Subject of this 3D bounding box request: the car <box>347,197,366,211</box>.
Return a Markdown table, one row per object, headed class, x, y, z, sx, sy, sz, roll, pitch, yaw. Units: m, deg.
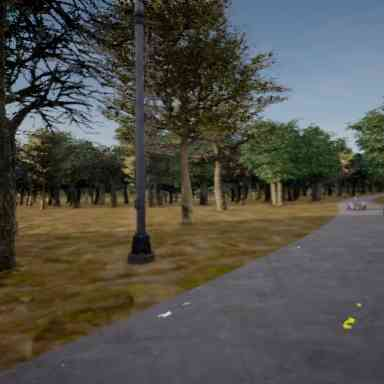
| class | x | y | z | sx | sy | sz | roll | pitch | yaw |
| --- | --- | --- | --- | --- | --- | --- | --- | --- | --- |
| car | 21.477 | 1.490 | 43.510 | 2.097 | 1.767 | 4.553 | -1 | -1 | 24 |
